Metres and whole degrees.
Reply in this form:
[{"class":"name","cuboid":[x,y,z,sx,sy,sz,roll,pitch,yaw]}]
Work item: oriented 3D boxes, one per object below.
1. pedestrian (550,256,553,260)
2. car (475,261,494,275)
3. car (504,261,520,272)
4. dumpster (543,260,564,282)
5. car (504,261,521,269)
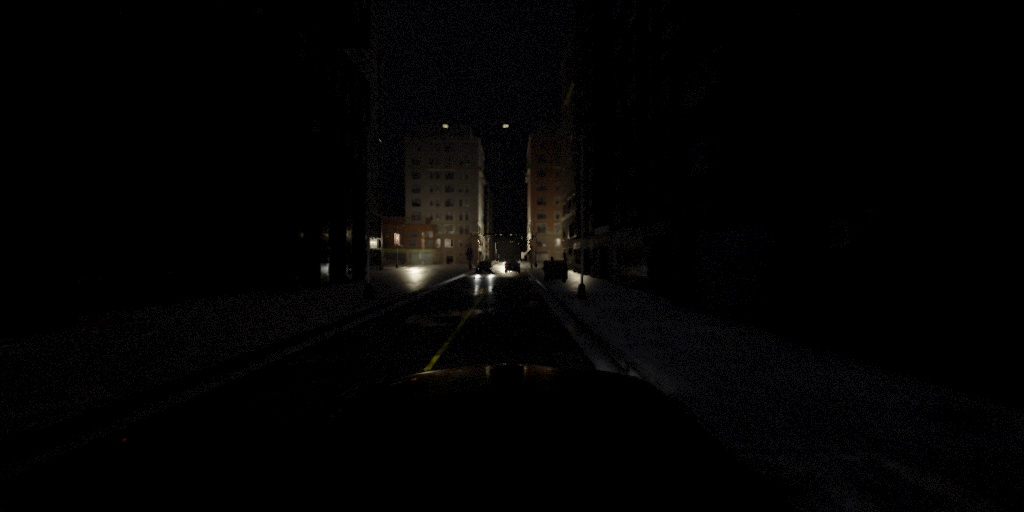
[{"class":"pedestrian","cuboid":[3.144,0.927,28.698,0.375,1.860,0.375,0,0,-10]},{"class":"car","cuboid":[-3.076,1.321,40.677,1.837,1.490,4.892,0,-1,0]},{"class":"car","cuboid":[0.094,1.394,47.192,1.994,1.385,4.181,0,0,0]},{"class":"dumpster","cuboid":[3.144,1.177,27.327,1.020,1.700,1.940,0,0,0]},{"class":"car","cuboid":[0.081,1.462,60.301,1.895,1.301,4.718,0,0,13]}]
